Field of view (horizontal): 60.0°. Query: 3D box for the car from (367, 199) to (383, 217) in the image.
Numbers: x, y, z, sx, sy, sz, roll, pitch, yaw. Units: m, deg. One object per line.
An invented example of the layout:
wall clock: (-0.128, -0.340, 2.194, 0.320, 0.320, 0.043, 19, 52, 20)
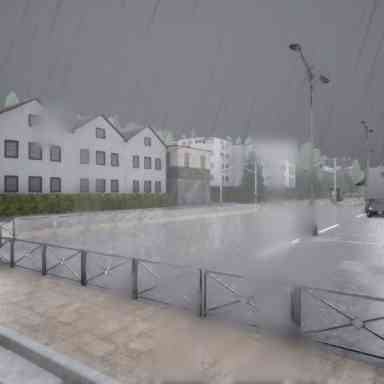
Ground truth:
car: (15.412, 1.298, 26.820, 2.007, 1.523, 4.514, 0, 0, 35)
